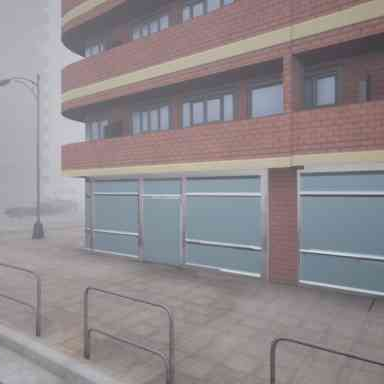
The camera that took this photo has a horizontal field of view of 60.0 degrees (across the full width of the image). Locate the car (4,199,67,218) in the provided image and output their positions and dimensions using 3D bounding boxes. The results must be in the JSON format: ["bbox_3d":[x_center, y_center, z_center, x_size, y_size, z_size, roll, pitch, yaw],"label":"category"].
[{"bbox_3d":[-14.135,1.601,29.923,1.895,1.301,4.718,0,0,36],"label":"car"}]

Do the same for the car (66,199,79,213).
[{"bbox_3d":[-14.419,1.505,35.459,1.837,1.490,4.892,0,0,36],"label":"car"}]
